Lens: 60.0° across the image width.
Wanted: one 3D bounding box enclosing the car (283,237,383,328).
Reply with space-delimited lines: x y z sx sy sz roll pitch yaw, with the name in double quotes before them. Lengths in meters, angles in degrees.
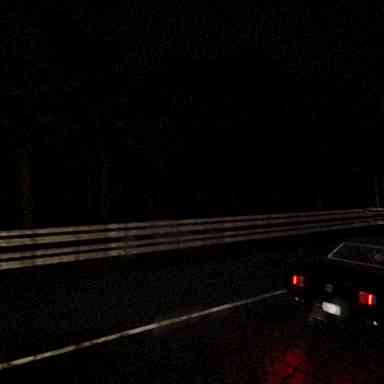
"car" 4.060 1.584 6.650 4.718 1.301 1.895 0 0 -36
